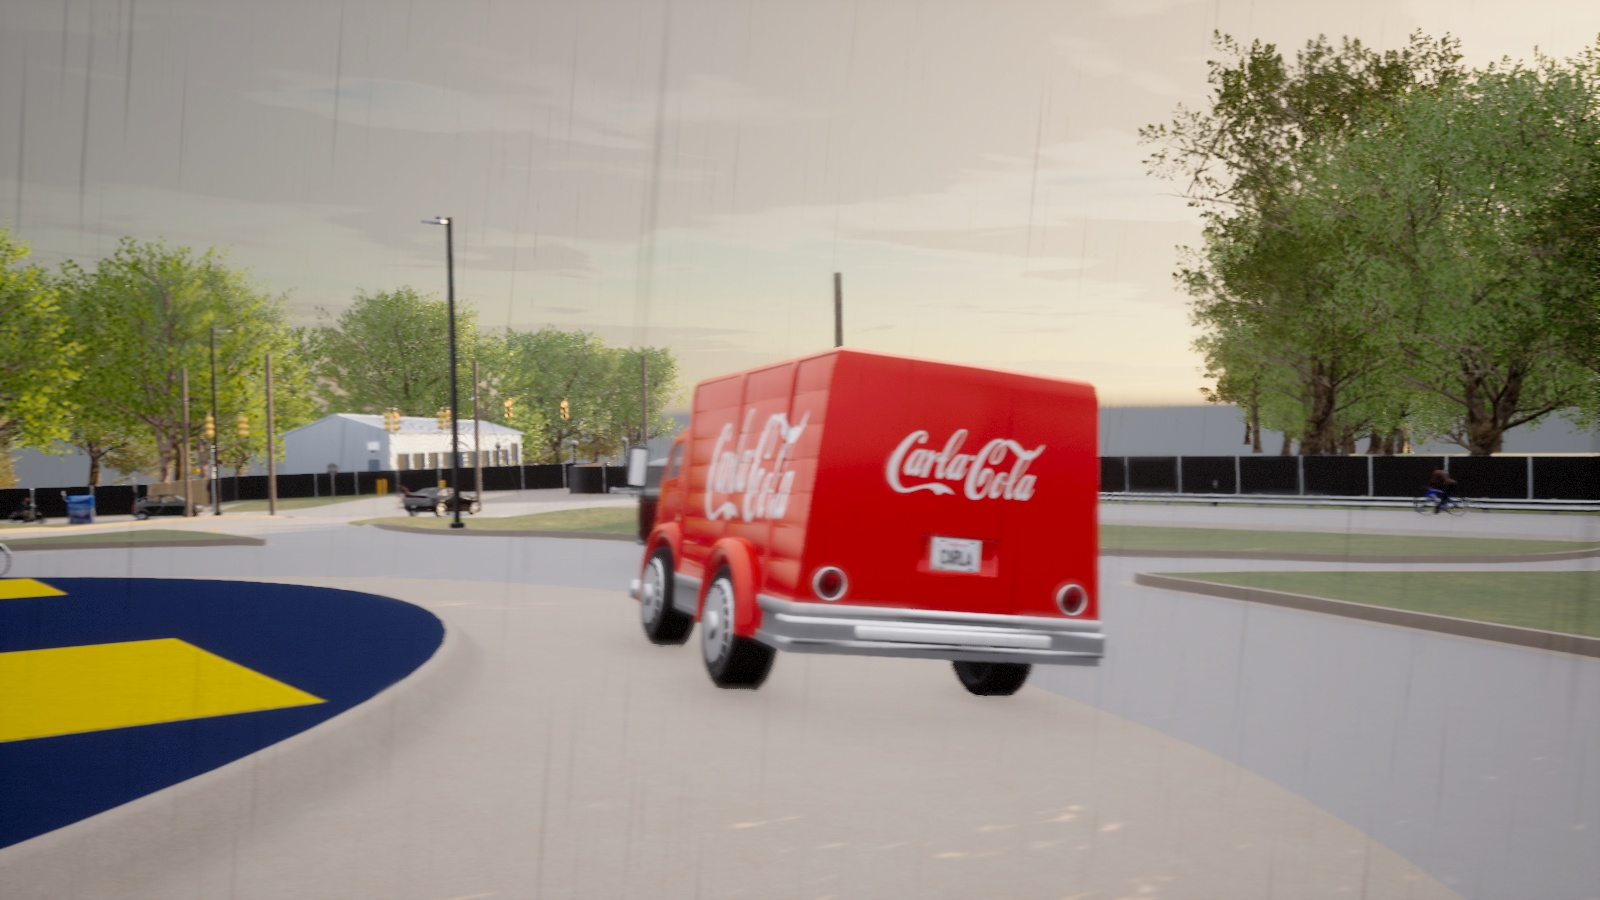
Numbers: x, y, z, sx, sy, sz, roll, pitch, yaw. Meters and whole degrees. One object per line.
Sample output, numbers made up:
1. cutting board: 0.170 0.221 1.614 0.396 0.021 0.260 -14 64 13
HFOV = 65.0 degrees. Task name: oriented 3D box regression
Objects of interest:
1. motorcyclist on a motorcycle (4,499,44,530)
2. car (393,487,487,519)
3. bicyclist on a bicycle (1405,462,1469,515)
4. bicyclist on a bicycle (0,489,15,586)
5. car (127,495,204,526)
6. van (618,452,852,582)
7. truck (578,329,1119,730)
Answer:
1. motorcyclist on a motorcycle: -43.259 3.615 70.055 1.817 1.590 0.866 -2 2 -30
2. car: -18.472 2.697 64.709 2.128 1.511 4.902 -1 -1 21
3. bicyclist on a bicycle: 20.176 1.218 39.786 0.582 1.620 1.656 -3 1 -38
4. bicyclist on a bicycle: -15.596 1.620 23.109 1.843 1.776 0.659 -1 -1 -2
5. car: -36.818 3.482 72.940 3.705 1.549 1.789 -1 2 -19
6. van: -1.254 1.082 22.125 1.775 1.987 4.442 -3 1 -39
7. truck: 0.002 0.660 10.743 2.627 2.467 5.204 6 -4 -20
